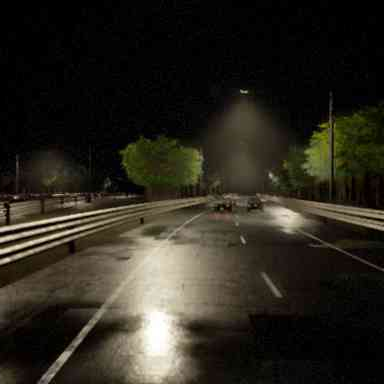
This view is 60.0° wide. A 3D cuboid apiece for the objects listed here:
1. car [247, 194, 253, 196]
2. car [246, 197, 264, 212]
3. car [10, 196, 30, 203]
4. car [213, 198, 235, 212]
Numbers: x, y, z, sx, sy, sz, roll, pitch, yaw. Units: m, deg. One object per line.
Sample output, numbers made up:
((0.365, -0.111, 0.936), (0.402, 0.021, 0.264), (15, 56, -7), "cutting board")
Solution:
((9.189, 1.445, 49.852), (1.994, 1.385, 4.181), (0, 0, 10), "car")
((7.034, 1.451, 37.184), (2.033, 1.411, 5.357), (0, 0, 10), "car")
((-26.986, 1.261, 52.340), (1.994, 1.385, 4.181), (0, 0, -9), "car")
((3.528, 1.493, 37.442), (1.895, 1.301, 4.718), (0, 0, 10), "car")
